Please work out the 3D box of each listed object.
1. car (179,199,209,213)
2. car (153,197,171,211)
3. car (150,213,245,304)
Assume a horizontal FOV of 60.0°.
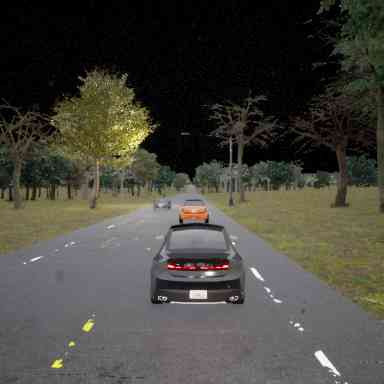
[{"bbox_3d":[0.149,1.321,25.050,2.097,1.767,4.553,0,0,0],"label":"car"},{"bbox_3d":[-3.511,1.397,40.034,2.128,1.511,4.902,0,0,0],"label":"car"},{"bbox_3d":[0.116,1.502,8.112,1.837,1.490,4.892,0,0,0],"label":"car"}]
